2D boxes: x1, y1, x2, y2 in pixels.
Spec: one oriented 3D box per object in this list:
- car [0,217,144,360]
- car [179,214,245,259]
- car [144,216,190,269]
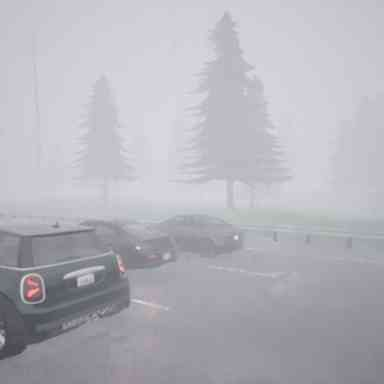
[{"bbox_3d":[-3.338,1.312,6.119,4.553,1.767,2.097,0,0,34],"label":"car"},{"bbox_3d":[-0.163,1.505,12.418,4.181,1.385,1.994,0,0,34],"label":"car"},{"bbox_3d":[-2.567,1.471,9.815,4.674,1.442,1.812,0,0,33],"label":"car"}]
